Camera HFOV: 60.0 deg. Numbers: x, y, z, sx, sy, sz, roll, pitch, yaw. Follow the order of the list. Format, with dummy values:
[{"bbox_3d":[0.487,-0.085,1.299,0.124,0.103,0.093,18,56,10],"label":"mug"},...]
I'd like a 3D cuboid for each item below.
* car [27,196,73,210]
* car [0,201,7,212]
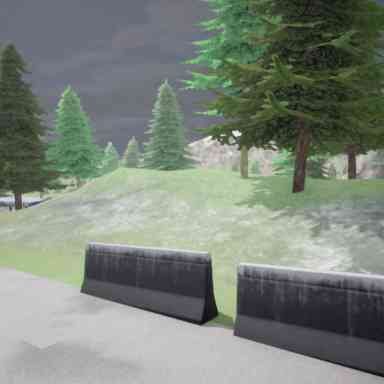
[{"bbox_3d":[-18.452,1.359,42.769,5.008,1.535,1.882,0,0,-42],"label":"car"},{"bbox_3d":[-21.855,1.383,34.364,2.128,1.511,4.902,0,0,42],"label":"car"}]
